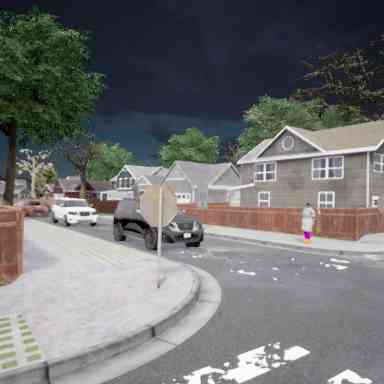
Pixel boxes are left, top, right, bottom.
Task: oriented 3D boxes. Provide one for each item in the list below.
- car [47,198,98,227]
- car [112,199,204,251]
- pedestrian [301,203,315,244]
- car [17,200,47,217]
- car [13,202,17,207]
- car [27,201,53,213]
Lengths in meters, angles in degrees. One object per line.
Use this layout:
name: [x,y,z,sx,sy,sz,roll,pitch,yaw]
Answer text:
car: [-8.999,1.480,25.243,2.150,2.045,5.566,2,-1,-36]
car: [-1.742,1.334,14.988,2.150,2.045,5.566,2,-2,-35]
pedestrian: [5.270,1.401,15.184,0.375,1.860,0.375,1,-1,-35]
car: [-17.213,1.755,36.279,2.097,1.767,4.553,2,-2,-37]
car: [-27.548,2.179,53.769,1.812,1.442,4.674,2,-2,-40]
car: [-21.018,2.071,45.827,2.128,1.511,4.902,2,-2,-39]
